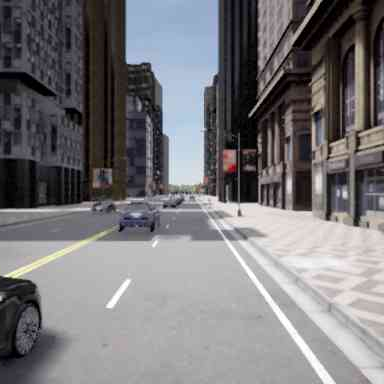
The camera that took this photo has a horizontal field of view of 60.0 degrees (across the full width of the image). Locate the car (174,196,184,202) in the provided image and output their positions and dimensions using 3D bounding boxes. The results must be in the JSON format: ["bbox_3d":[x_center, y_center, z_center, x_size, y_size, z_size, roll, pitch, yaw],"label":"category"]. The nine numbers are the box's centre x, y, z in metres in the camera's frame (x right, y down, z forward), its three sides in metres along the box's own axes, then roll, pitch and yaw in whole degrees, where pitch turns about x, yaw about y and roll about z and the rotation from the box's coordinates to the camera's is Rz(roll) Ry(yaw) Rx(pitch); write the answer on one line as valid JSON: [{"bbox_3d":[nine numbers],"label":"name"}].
[{"bbox_3d":[-3.234,1.737,81.889,2.163,1.488,4.792,0,0,0],"label":"car"}]

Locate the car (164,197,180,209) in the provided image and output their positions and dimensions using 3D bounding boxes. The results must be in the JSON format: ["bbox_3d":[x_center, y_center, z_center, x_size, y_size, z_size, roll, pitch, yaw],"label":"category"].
[{"bbox_3d":[-3.240,1.729,48.888,1.895,1.301,4.718,0,0,0],"label":"car"}]

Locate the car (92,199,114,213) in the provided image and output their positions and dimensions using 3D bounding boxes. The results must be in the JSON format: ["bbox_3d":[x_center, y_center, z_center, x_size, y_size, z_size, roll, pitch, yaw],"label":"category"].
[{"bbox_3d":[-9.831,1.584,37.535,2.128,1.511,4.902,0,0,0],"label":"car"}]

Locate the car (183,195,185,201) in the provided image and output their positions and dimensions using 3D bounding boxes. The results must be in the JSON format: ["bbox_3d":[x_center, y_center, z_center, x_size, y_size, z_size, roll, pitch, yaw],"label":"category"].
[{"bbox_3d":[-3.236,1.702,70.889,2.163,1.488,4.792,0,0,0],"label":"car"}]

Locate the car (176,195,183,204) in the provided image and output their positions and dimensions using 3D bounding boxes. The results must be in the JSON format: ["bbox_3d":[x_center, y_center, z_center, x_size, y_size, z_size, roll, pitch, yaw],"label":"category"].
[{"bbox_3d":[-3.238,1.667,59.889,2.163,1.488,4.792,0,0,0],"label":"car"}]

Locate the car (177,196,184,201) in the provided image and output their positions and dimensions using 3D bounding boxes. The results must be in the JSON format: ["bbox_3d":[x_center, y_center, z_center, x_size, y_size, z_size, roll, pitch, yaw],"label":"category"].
[{"bbox_3d":[-3.231,1.868,92.889,1.895,1.301,4.718,0,0,0],"label":"car"}]

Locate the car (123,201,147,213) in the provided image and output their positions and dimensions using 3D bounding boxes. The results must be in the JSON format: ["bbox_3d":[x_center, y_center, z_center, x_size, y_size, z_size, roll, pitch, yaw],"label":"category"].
[{"bbox_3d":[-6.581,1.697,38.841,1.895,1.301,4.718,0,0,0],"label":"car"}]

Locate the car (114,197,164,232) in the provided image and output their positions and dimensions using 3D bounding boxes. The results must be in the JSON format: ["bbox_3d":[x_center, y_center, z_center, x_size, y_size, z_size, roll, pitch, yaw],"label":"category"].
[{"bbox_3d":[-3.145,1.400,20.847,2.097,1.767,4.553,0,0,0],"label":"car"}]

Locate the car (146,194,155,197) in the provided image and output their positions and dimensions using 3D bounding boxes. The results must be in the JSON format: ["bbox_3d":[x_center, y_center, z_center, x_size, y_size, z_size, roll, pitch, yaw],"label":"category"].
[{"bbox_3d":[-9.734,1.193,78.649,2.097,1.767,4.553,0,0,0],"label":"car"}]

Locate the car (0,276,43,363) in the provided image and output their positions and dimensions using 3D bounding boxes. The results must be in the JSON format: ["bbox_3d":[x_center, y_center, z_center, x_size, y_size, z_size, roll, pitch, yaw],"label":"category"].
[{"bbox_3d":[-3.150,1.499,3.084,2.128,1.511,4.902,0,0,0],"label":"car"}]
